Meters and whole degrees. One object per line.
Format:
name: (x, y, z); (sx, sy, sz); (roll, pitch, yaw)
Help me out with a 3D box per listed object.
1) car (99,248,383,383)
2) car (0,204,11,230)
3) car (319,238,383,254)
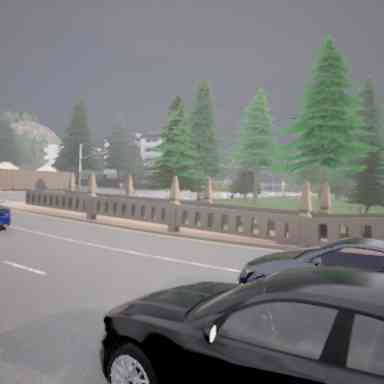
car: (1.233, 1.478, 3.105); (5.008, 1.535, 1.882); (0, 0, 35)
car: (-10.492, 0.943, 15.681); (5.008, 1.535, 1.882); (4, 2, 35)
car: (2.970, 1.567, 6.166); (4.181, 1.385, 1.994); (0, 0, 35)
